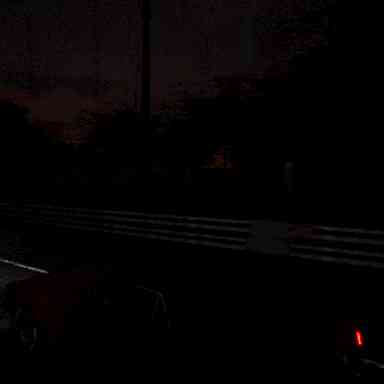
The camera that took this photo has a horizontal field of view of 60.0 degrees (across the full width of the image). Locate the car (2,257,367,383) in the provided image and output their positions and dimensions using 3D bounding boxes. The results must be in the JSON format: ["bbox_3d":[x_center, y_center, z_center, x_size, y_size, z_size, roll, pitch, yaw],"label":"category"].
[{"bbox_3d":[-0.481,1.556,4.336,4.718,1.301,1.895,1,1,36],"label":"car"}]
